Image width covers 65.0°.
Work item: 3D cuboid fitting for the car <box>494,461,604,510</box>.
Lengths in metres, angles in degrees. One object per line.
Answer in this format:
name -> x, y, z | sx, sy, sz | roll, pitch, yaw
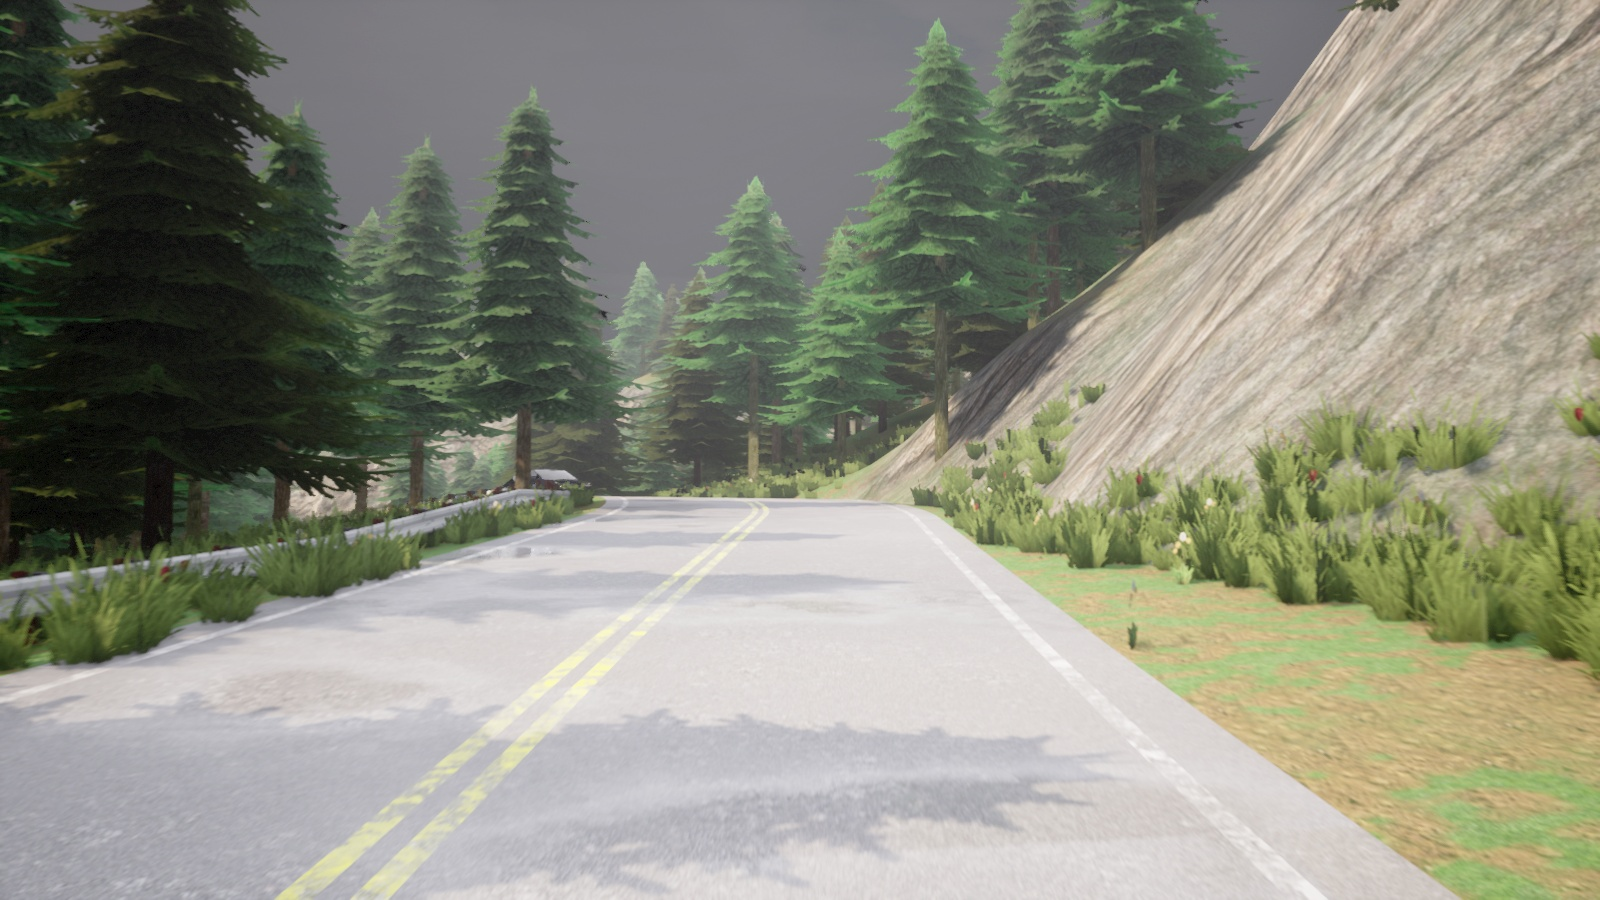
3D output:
car -> -9.755, 1.415, 48.551 | 2.163, 1.488, 4.792 | 4, -7, -39
